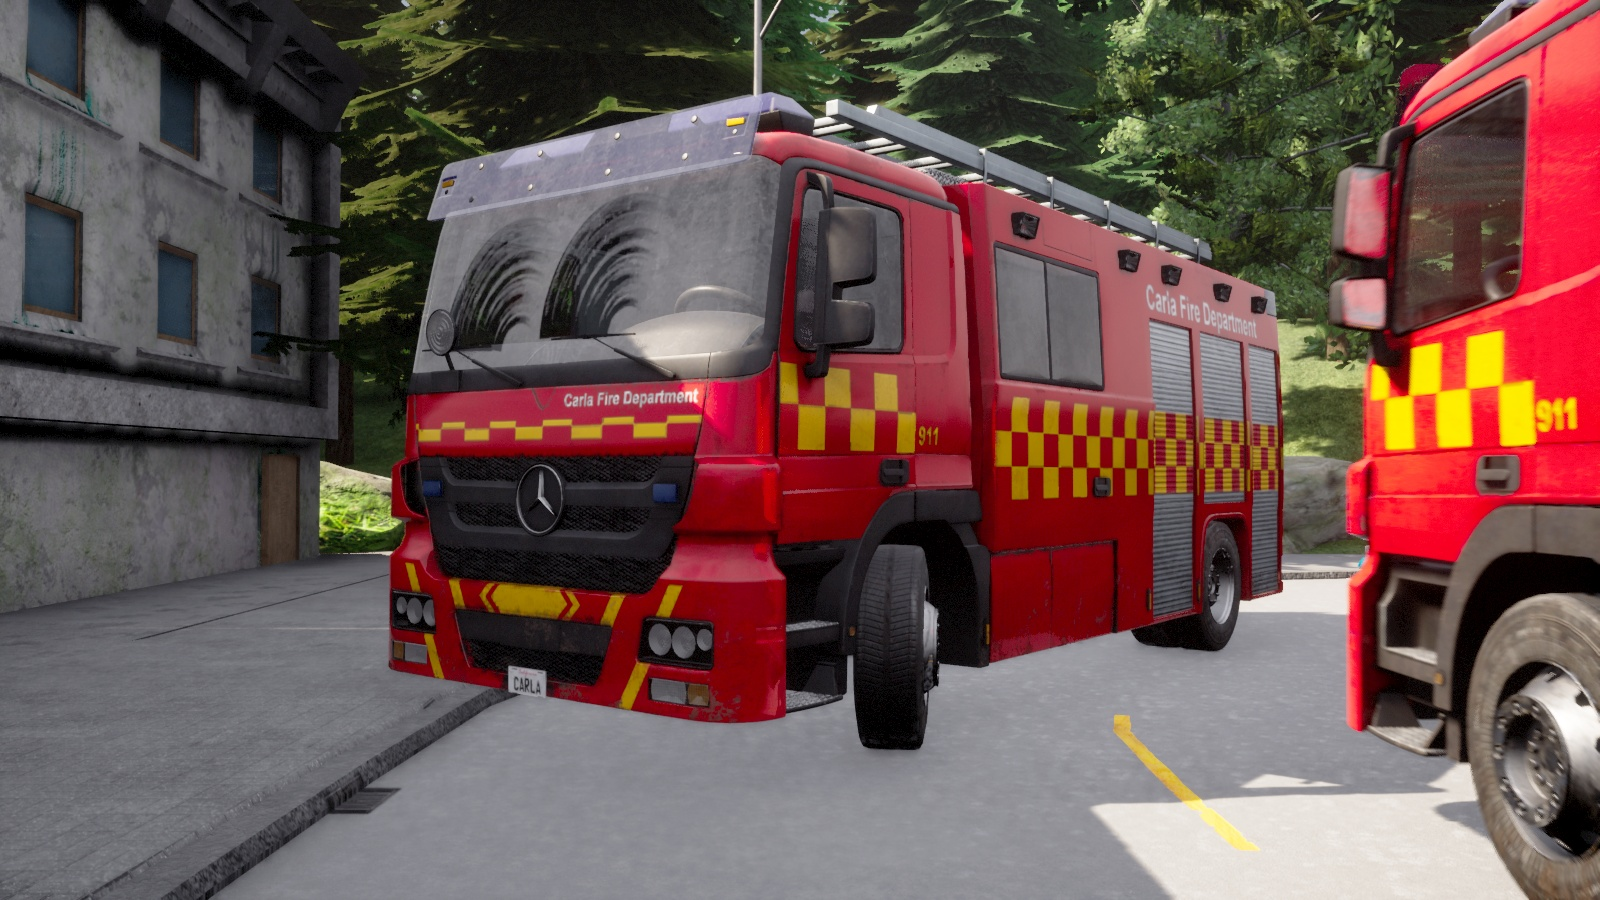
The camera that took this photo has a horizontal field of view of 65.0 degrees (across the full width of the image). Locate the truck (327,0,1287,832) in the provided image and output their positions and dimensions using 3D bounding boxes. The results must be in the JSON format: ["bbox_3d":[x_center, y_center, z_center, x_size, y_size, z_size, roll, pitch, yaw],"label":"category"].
[{"bbox_3d":[0.999,-0.189,9.723,2.891,3.827,8.468,-1,-1,37],"label":"truck"}]

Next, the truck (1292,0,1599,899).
[{"bbox_3d":[3.974,-0.331,2.100,2.891,3.827,8.468,0,-1,0],"label":"truck"}]
